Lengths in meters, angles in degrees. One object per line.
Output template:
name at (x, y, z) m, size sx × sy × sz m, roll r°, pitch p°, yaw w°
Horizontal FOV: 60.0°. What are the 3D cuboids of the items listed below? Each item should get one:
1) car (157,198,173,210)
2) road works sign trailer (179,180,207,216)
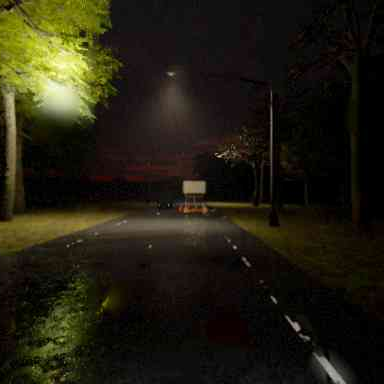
car at (-3.550, 1.607, 44.826) m, size 1.882 × 1.535 × 5.008 m, roll 0°, pitch 0°, yaw 0°
road works sign trailer at (0.221, 0.556, 34.179) m, size 2.380 × 3.560 × 2.880 m, roll 0°, pitch 0°, yaw -8°
